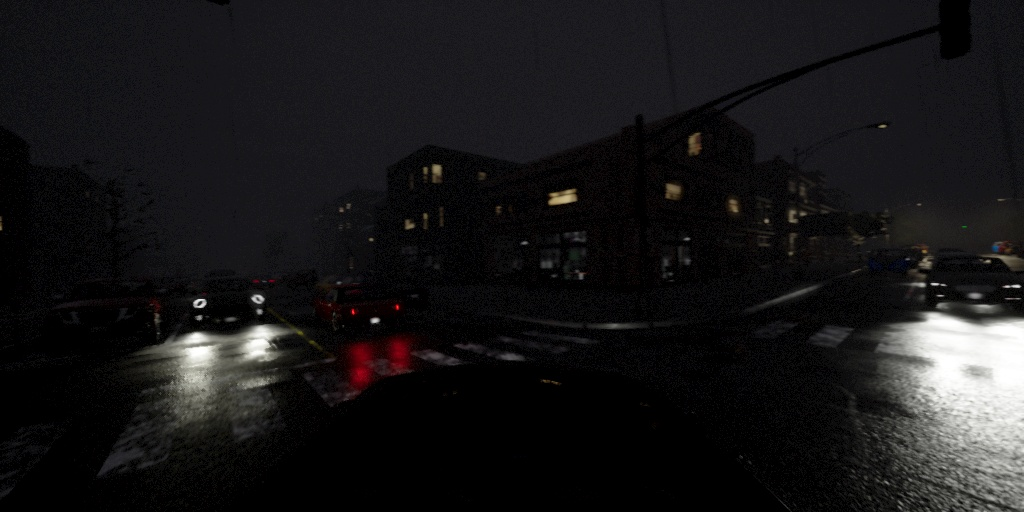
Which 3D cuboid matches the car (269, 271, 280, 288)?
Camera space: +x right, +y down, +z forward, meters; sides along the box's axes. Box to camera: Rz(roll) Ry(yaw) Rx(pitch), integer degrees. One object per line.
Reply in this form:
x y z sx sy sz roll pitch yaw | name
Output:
-25.218 2.558 36.183 2.033 1.411 5.357 -1 -1 -39 | car

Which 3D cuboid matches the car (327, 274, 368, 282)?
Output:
-8.740 1.755 20.311 1.967 1.591 4.097 0 0 -39 | car

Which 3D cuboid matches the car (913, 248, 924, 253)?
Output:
36.124 0.177 33.007 4.313 1.339 1.948 0 0 -40 | car

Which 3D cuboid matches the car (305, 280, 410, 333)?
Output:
-5.506 1.697 12.393 1.895 1.301 4.718 -1 -1 -40 | car

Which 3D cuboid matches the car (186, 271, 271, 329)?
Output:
-10.846 1.608 13.737 2.097 1.767 4.553 -1 -1 -39 | car

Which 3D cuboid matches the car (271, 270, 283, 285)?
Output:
-26.351 2.575 41.731 1.967 1.591 4.097 0 0 -39 | car

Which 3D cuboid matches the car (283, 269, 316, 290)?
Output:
-19.307 2.122 33.163 2.192 1.841 5.009 0 0 -39 | car

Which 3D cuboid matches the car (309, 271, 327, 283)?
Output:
-12.371 2.004 24.726 1.751 1.417 4.829 0 0 -39 | car

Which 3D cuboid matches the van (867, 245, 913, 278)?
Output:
23.446 0.352 22.294 3.998 1.789 1.690 0 0 -40 | van

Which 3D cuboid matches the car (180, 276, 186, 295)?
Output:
-25.777 2.322 27.838 1.967 1.591 4.097 0 0 -39 | car

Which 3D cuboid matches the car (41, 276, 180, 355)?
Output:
-11.689 1.541 10.702 2.192 1.841 5.009 0 0 -39 | car

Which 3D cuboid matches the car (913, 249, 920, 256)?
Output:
31.898 0.327 29.436 4.207 1.307 1.802 0 0 -40 | car

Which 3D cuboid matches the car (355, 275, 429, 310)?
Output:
-5.219 1.717 16.027 1.948 1.339 4.313 0 0 -39 | car

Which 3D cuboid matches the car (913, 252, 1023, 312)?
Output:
14.680 0.778 11.518 4.902 1.511 2.128 -2 0 -40 | car

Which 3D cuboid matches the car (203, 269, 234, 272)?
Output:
-25.595 2.167 31.724 2.150 2.045 5.566 -1 -2 -39 | car

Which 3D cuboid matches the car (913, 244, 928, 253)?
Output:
44.576 -0.340 40.149 5.009 1.841 2.192 0 0 -40 | car

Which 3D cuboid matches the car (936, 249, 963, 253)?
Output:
23.582 0.532 19.031 4.674 1.442 1.812 -2 0 -40 | car
